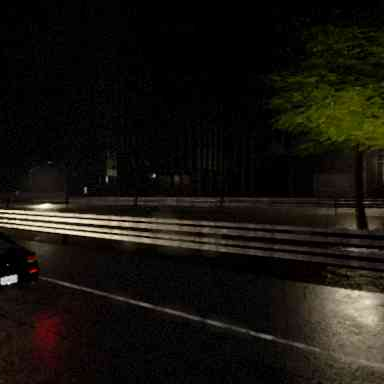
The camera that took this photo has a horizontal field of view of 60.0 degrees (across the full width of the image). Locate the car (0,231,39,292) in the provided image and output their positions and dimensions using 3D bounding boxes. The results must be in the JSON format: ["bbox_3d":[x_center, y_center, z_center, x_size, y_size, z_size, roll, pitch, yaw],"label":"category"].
[{"bbox_3d":[-5.471,1.571,7.893,4.674,1.442,1.812,0,0,35],"label":"car"}]
